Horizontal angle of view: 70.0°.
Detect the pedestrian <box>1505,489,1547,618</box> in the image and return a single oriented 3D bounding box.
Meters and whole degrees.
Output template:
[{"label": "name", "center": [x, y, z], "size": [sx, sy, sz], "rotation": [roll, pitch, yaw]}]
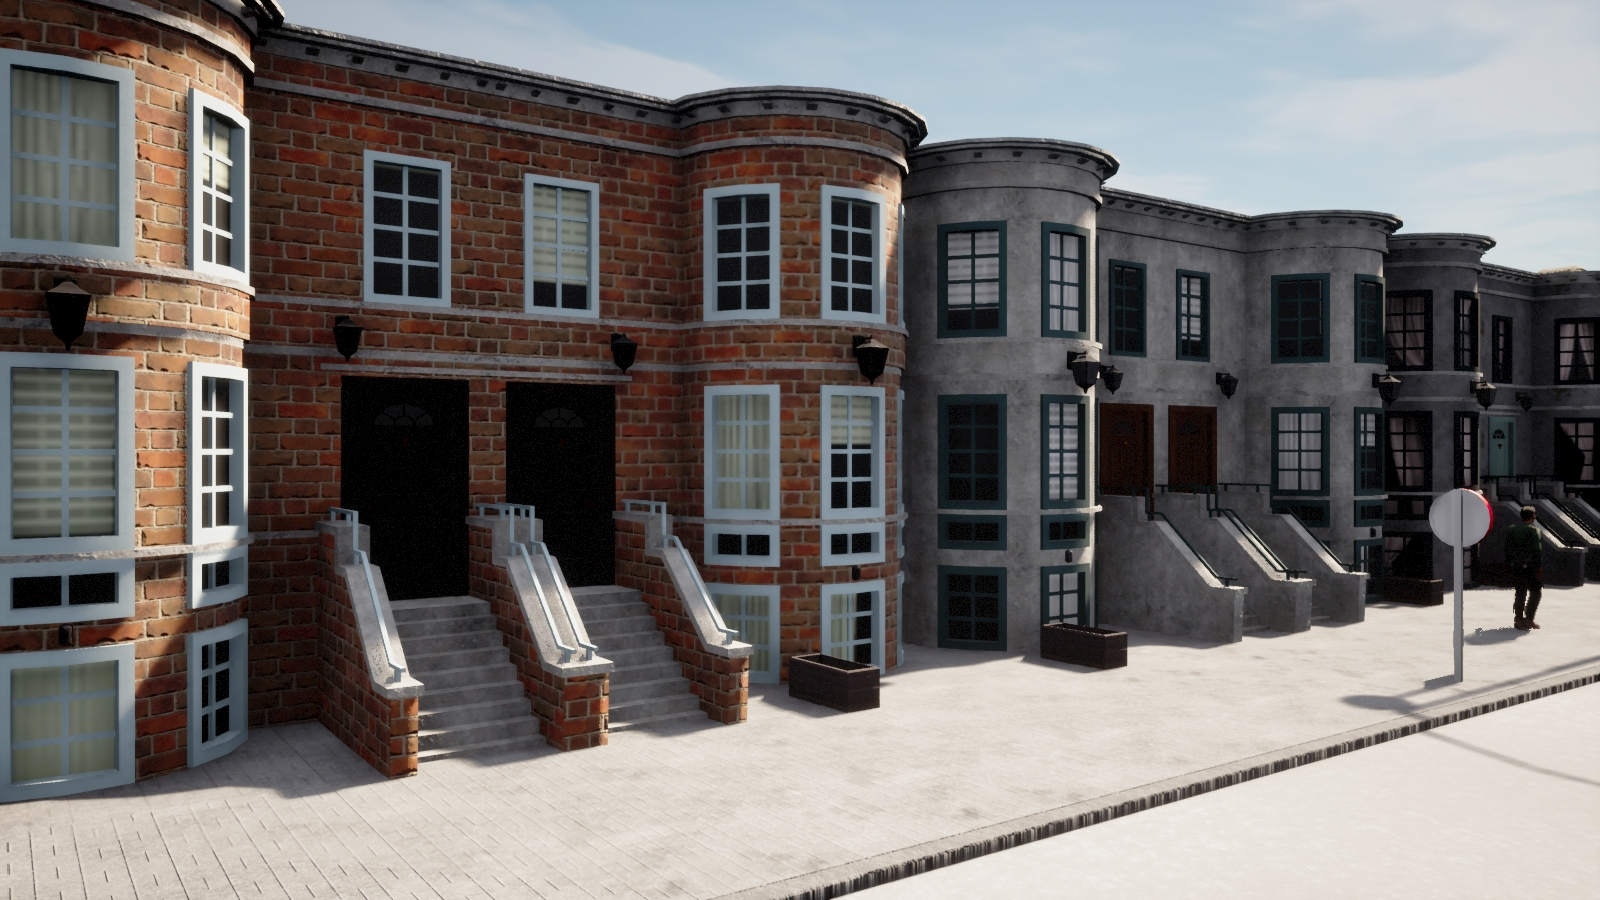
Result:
[{"label": "pedestrian", "center": [10.772, 1.524, 16.948], "size": [0.375, 1.860, 0.375], "rotation": [0, 0, -21]}]
